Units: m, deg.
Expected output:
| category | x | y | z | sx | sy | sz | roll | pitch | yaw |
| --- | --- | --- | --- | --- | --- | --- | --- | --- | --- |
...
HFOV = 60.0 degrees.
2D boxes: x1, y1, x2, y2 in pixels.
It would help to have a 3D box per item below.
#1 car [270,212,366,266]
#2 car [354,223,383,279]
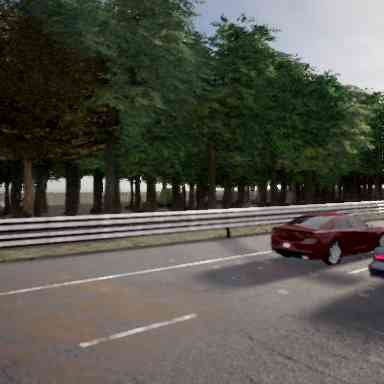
| category | x | y | z | sx | sy | sz | roll | pitch | yaw |
| --- | --- | --- | --- | --- | --- | --- | --- | --- | --- |
| car | 4.884 | 1.444 | 11.527 | 5.008 | 1.535 | 1.882 | 0 | 0 | -35 |
| car | 6.594 | 1.516 | 8.448 | 5.357 | 1.411 | 2.033 | 0 | 0 | -36 |
